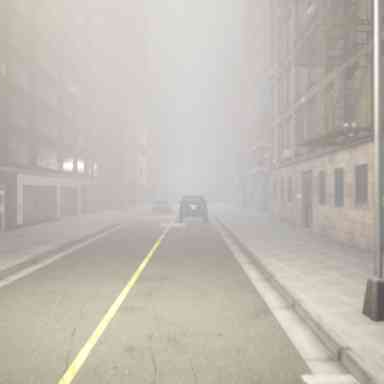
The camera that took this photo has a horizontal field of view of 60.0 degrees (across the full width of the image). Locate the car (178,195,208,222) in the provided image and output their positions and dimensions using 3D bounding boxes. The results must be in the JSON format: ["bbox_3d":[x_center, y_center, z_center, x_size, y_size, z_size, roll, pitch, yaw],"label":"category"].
[{"bbox_3d":[0.099,1.211,26.052,2.150,2.045,5.566,0,0,0],"label":"car"}]

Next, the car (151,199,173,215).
[{"bbox_3d":[-3.007,1.499,34.102,1.837,1.490,4.892,0,0,0],"label":"car"}]

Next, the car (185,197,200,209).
[{"bbox_3d":[0.096,1.453,44.790,1.882,1.535,5.008,0,0,0],"label":"car"}]
